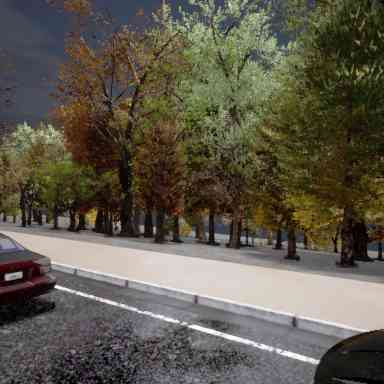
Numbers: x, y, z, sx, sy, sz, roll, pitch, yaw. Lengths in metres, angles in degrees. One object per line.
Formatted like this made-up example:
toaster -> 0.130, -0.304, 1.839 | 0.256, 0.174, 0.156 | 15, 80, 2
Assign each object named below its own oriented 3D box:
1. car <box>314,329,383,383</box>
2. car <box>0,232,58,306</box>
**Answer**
car -> 3.127, 1.478, 1.439 | 5.008, 1.535, 1.882 | 0, 0, 36
car -> -5.196, 1.546, 7.421 | 5.357, 1.411, 2.033 | 0, 0, 36
